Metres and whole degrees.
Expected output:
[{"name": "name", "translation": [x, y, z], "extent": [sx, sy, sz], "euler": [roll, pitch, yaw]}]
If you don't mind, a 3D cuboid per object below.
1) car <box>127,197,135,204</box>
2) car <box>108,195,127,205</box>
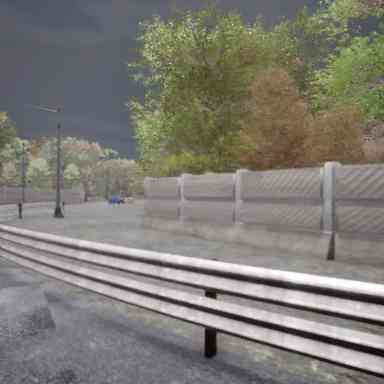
[{"name": "car", "translation": [-15.492, 2.033, 81.826], "extent": [1.882, 1.535, 5.008], "euler": [0, 0, 4]}, {"name": "car", "translation": [-16.162, 1.681, 71.138], "extent": [2.150, 2.045, 5.566], "euler": [0, 0, 4]}]
